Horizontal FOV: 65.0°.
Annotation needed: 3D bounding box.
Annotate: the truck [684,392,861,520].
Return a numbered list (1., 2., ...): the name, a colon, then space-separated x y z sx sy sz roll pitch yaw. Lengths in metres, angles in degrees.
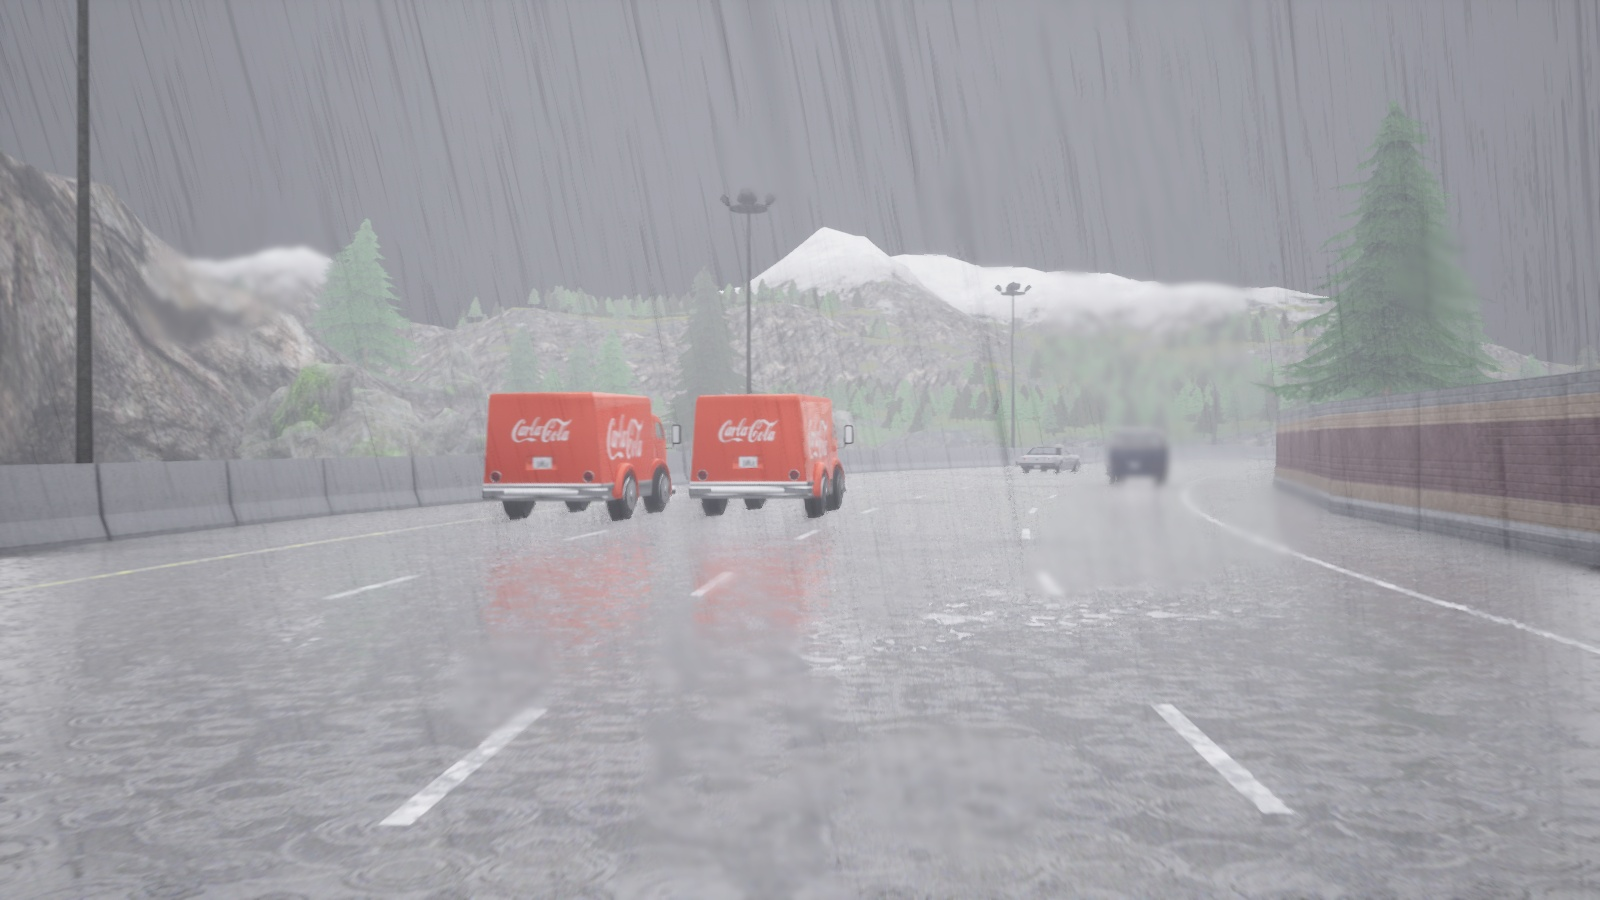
1. truck: -0.423 0.108 26.879 2.627 2.467 5.204 0 0 12

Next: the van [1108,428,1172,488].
1. van: 12.069 0.262 44.419 1.775 1.987 4.442 0 0 21

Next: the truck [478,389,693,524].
1. truck: -4.221 0.109 25.815 2.627 2.467 5.204 0 0 12

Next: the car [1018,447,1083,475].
1. car: 12.504 0.509 62.417 1.895 1.301 4.718 0 0 28
